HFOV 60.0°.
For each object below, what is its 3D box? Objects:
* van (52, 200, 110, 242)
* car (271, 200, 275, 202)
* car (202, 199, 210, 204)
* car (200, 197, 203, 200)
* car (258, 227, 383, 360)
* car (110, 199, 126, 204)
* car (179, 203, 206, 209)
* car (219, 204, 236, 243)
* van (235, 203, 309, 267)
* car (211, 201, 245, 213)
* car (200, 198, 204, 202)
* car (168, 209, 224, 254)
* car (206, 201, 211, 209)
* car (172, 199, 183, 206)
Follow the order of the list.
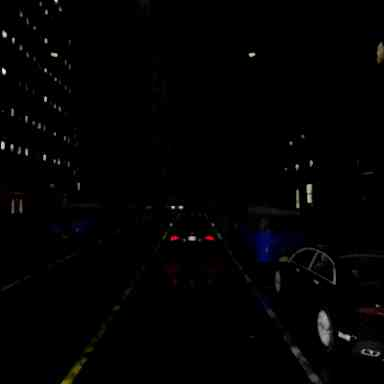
[{"bbox_3d":[-5.672,1.500,16.976,1.690,1.788,3.998,1,-1,0],"label":"van"},{"bbox_3d":[20.691,1.924,76.557,4.829,1.417,1.752,-1,-1,1],"label":"car"},{"bbox_3d":[2.707,1.970,44.364,1.947,1.339,4.313,1,-1,0],"label":"car"},{"bbox_3d":[2.833,2.130,60.793,1.802,1.307,4.206,1,0,0],"label":"car"},{"bbox_3d":[2.704,1.608,6.021,2.008,1.369,4.403,1,-1,0],"label":"car"},{"bbox_3d":[-17.417,2.347,76.923,4.206,1.307,1.802,-1,-1,1],"label":"car"},{"bbox_3d":[0.005,1.869,29.123,1.895,1.301,4.718,0,0,0],"label":"car"},{"bbox_3d":[2.706,1.599,16.978,1.967,1.590,4.097,1,-1,0],"label":"car"},{"bbox_3d":[2.708,1.449,11.501,1.690,1.788,3.998,1,-1,0],"label":"van"},{"bbox_3d":[2.709,1.523,22.457,2.192,1.841,5.009,1,-1,0],"label":"car"},{"bbox_3d":[2.708,2.003,49.841,2.008,1.369,4.403,1,-1,0],"label":"car"},{"bbox_3d":[0.003,1.679,14.007,2.033,1.411,5.357,0,0,0],"label":"car"},{"bbox_3d":[2.707,1.873,33.409,1.947,1.339,4.313,1,-1,0],"label":"car"},{"bbox_3d":[-2.982,2.100,69.022,1.882,1.535,5.008,0,-1,0],"label":"car"}]
